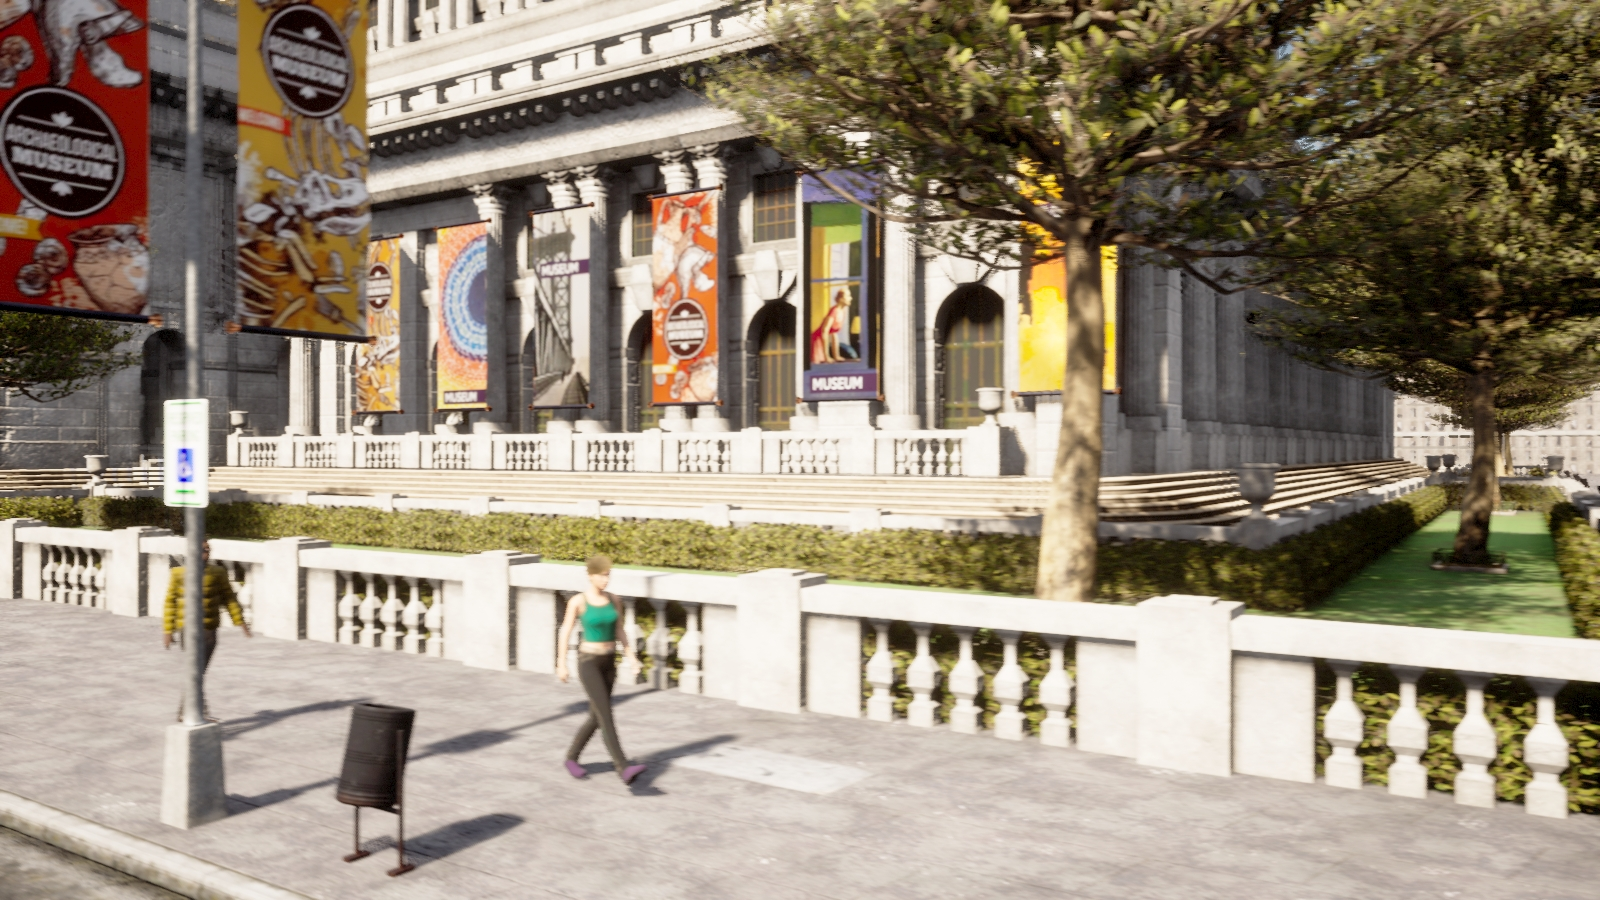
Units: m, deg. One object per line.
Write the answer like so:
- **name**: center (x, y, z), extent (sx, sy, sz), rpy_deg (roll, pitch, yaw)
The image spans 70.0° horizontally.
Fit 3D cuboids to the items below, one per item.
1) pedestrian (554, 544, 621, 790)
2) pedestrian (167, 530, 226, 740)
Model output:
- **pedestrian**: center (-1.689, 1.697, 9.084), extent (0.375, 1.860, 0.375), rpy_deg (0, 0, -45)
- **pedestrian**: center (-5.595, 1.695, 10.596), extent (0.375, 1.860, 0.375), rpy_deg (0, 0, 40)
